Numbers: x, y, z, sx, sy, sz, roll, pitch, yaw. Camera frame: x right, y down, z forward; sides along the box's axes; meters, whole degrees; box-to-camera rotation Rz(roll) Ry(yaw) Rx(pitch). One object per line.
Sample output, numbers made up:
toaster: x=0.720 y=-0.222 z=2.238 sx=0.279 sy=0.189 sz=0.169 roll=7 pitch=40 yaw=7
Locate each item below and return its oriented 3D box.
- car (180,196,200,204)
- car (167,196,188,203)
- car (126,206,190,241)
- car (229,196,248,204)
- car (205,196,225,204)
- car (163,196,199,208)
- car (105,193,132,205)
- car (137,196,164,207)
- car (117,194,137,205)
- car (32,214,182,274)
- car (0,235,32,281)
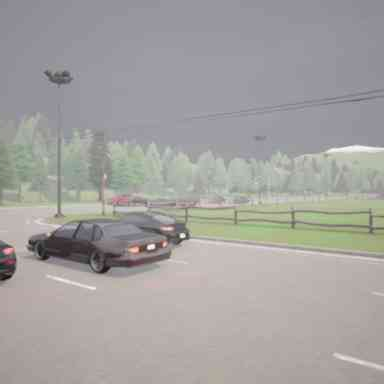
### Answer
car: x=-0.402 y=1.589 z=67.696 sx=1.994 sy=1.385 sz=4.181 roll=0 pitch=0 yaw=38
car: x=-2.969 y=1.551 z=70.076 sx=1.812 sy=1.442 sz=4.674 roll=0 pitch=0 yaw=37
car: x=-2.221 y=1.530 z=14.290 sx=4.674 sy=1.442 sz=1.812 roll=0 pitch=0 yaw=36
car: x=8.796 y=1.535 z=62.506 sx=1.837 sy=1.490 sz=4.892 roll=0 pitch=0 yaw=38
car: x=4.274 y=1.532 z=62.345 sx=1.837 sy=1.490 sz=4.892 roll=0 pitch=0 yaw=38
car: x=-1.547 y=1.620 z=48.908 sx=1.895 sy=1.301 sz=4.718 roll=0 pitch=0 yaw=37
car: x=-12.388 y=1.239 z=57.738 sx=2.150 sy=2.045 sz=5.566 roll=0 pitch=0 yaw=37
car: x=-5.241 y=1.565 z=49.827 sx=2.033 sy=1.411 sz=5.357 roll=0 pitch=0 yaw=37
car: x=-9.627 y=1.521 z=55.606 sx=1.837 sy=1.490 sz=4.892 roll=0 pitch=0 yaw=37
car: x=-3.138 y=1.550 z=10.604 sx=5.357 sy=1.411 sz=2.033 roll=0 pitch=0 yaw=37
car: x=-6.301 y=1.526 z=8.601 sx=4.674 sy=1.442 sz=1.812 roll=0 pitch=0 yaw=36
